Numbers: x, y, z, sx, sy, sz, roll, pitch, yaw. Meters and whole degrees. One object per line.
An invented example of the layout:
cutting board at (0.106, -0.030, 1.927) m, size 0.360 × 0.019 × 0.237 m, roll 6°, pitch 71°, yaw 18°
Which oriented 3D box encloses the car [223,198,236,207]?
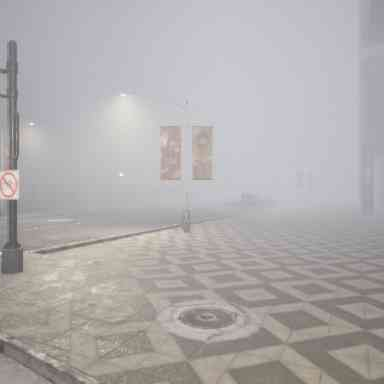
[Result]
car at (6.221, 1.570, 49.020) m, size 1.895 × 1.301 × 4.718 m, roll 0°, pitch 0°, yaw 27°

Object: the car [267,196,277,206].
car at (12.794, 1.449, 55.126) m, size 2.128 × 1.511 × 4.902 m, roll 0°, pitch 0°, yaw 26°

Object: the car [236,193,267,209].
car at (8.270, 1.189, 45.801) m, size 2.150 × 2.045 × 5.566 m, roll 0°, pitch 0°, yaw 27°

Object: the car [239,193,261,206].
car at (9.888, 1.183, 56.582) m, size 2.150 × 2.045 × 5.566 m, roll 0°, pitch 0°, yaw 26°
